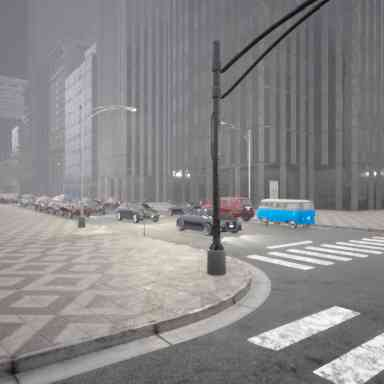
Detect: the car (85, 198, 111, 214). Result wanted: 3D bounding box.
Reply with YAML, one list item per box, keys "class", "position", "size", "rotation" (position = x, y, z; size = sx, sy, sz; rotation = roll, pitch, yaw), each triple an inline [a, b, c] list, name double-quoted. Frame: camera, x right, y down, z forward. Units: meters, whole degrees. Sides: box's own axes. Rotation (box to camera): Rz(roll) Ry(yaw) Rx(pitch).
- class: "car"
  position: [-10.437, 1.531, 34.427]
  size: [1.837, 1.490, 4.892]
  rotation: [0, 0, -36]

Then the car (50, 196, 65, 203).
- class: "car"
  position: [-27.306, 1.512, 67.589]
  size: [1.752, 1.417, 4.829]
  rotation: [0, 0, -36]

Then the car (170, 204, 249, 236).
- class: "car"
  position: [0.878, 1.600, 18.932]
  size: [1.994, 1.385, 4.181]
  rotation: [0, 0, -36]

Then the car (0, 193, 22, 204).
- class: "car"
  position: [-34.101, 1.299, 62.436]
  size: [2.192, 1.841, 5.009]
  rotation: [0, 0, -36]

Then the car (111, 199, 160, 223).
- class: "car"
  position: [-4.308, 1.537, 26.028]
  size: [1.837, 1.490, 4.892]
  rotation: [0, 0, -36]

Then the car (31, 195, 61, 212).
- class: "car"
  position: [-17.462, 1.461, 39.672]
  size: [1.967, 1.590, 4.097]
  rotation: [0, 0, -36]

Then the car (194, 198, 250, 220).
- class: "car"
  position: [2.748, 1.351, 26.470]
  size: [2.192, 1.841, 5.009]
  rotation: [0, 0, -36]

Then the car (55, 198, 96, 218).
- class: "car"
  position: [-10.806, 1.572, 30.566]
  size: [1.887, 1.381, 4.507]
  rotation: [0, 0, -36]

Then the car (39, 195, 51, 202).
- class: "car"
  position: [-33.977, 1.482, 76.726]
  size: [1.752, 1.417, 4.829]
  rotation: [0, 0, -35]

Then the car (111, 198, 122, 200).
- class: "car"
  position: [-10.564, 1.464, 44.683]
  size: [1.967, 1.590, 4.097]
  rotation: [0, 0, -36]

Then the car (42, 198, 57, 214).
- class: "car"
  position: [-14.134, 1.606, 35.119]
  size: [1.802, 1.307, 4.206]
  rotation: [0, 0, -36]

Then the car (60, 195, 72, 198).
- class: "car"
  position: [-20.444, 1.576, 53.355]
  size: [1.994, 1.385, 4.181]
  rotation: [0, 0, -36]

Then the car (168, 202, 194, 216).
- class: "car"
  position: [-0.580, 1.599, 31.024]
  size: [1.947, 1.339, 4.313]
  rotation: [0, 0, -36]

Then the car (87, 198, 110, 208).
- class: "car"
  position: [-13.893, 1.602, 49.237]
  size: [1.802, 1.307, 4.206]
  rotation: [0, 0, -36]

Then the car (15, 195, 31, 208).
- class: "car"
  position: [-24.117, 1.563, 48.777]
  size: [2.008, 1.369, 4.403]
  rotation: [0, 0, -36]

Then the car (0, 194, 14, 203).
- class: "car"
  position: [-37.429, 1.286, 66.990]
  size: [2.192, 1.841, 5.009]
  rotation: [0, 0, -36]

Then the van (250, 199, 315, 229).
- class: "van"
  position: [6.077, 1.378, 21.916]
  size: [1.690, 1.788, 3.998]
  rotation: [0, 0, -36]
